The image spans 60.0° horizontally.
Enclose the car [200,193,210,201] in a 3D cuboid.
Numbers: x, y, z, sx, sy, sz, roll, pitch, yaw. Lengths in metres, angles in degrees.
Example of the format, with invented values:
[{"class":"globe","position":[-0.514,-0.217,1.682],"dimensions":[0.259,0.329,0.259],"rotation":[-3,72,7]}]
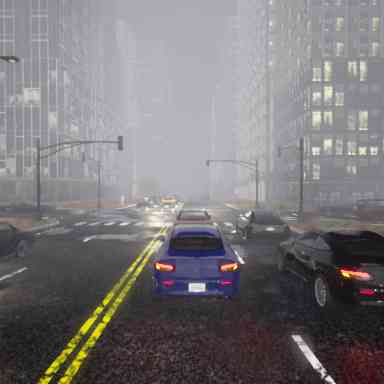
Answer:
[{"class":"car","position":[3.083,1.140,78.733],"dimensions":[2.150,2.045,5.566],"rotation":[0,0,0]}]

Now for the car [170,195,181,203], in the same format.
[{"class":"car","position":[-3.398,1.415,69.151],"dimensions":[1.882,1.535,5.008],"rotation":[0,0,0]}]

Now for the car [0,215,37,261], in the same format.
[{"class":"car","position":[-6.590,1.595,9.855],"dimensions":[1.895,1.301,4.718],"rotation":[0,0,0]}]

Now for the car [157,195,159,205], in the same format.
[{"class":"car","position":[-6.703,1.457,57.583],"dimensions":[1.837,1.490,4.892],"rotation":[0,0,0]}]

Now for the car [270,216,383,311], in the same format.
[{"class":"car","position":[3.336,1.522,7.621],"dimensions":[1.812,1.442,4.674],"rotation":[0,0,0]}]

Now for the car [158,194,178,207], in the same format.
[{"class":"car","position":[-3.448,1.440,49.245],"dimensions":[1.882,1.535,5.008],"rotation":[0,0,0]}]

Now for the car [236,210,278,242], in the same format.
[{"class":"car","position":[3.320,1.554,16.190],"dimensions":[1.994,1.385,4.181],"rotation":[0,0,-1]}]

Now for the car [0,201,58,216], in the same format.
[{"class":"car","position":[-14.980,1.489,30.689],"dimensions":[4.718,1.301,1.895],"rotation":[1,1,6]}]

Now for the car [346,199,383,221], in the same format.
[{"class":"car","position":[16.143,1.518,27.942],"dimensions":[5.009,1.841,2.192],"rotation":[1,0,1]}]

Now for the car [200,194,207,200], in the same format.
[{"class":"car","position":[3.060,1.334,89.151],"dimensions":[1.895,1.301,4.718],"rotation":[0,0,0]}]

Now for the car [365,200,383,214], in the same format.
[{"class":"car","position":[21.734,1.641,36.240],"dimensions":[4.829,1.417,1.752],"rotation":[1,0,1]}]

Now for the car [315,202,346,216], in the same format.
[{"class":"car","position":[15.030,1.701,33.730],"dimensions":[4.718,1.301,1.895],"rotation":[0,1,1]}]

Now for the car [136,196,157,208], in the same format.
[{"class":"car","position":[-6.700,1.511,47.844],"dimensions":[2.033,1.411,5.357],"rotation":[0,0,0]}]

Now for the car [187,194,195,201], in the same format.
[{"class":"car","position":[-0.169,1.510,79.142],"dimensions":[1.895,1.301,4.718],"rotation":[0,0,0]}]

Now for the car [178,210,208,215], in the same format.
[{"class":"car","position":[0.066,1.591,17.350],"dimensions":[1.895,1.301,4.718],"rotation":[0,0,0]}]

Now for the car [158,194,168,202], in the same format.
[{"class":"car","position":[-6.665,1.281,76.862],"dimensions":[2.097,1.767,4.553],"rotation":[0,0,0]}]

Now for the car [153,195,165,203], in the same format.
[{"class":"car","position":[-6.667,1.445,66.937],"dimensions":[1.837,1.490,4.892],"rotation":[0,0,0]}]

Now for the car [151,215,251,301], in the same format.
[{"class":"car","position":[0.084,1.521,8.184],"dimensions":[1.812,1.442,4.674],"rotation":[0,0,0]}]

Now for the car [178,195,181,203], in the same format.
[{"class":"car","position":[-3.453,1.552,58.624],"dimensions":[1.895,1.301,4.718],"rotation":[0,0,0]}]

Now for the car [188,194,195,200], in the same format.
[{"class":"car","position":[-0.190,1.263,89.114],"dimensions":[1.812,1.442,4.674],"rotation":[0,0,0]}]
